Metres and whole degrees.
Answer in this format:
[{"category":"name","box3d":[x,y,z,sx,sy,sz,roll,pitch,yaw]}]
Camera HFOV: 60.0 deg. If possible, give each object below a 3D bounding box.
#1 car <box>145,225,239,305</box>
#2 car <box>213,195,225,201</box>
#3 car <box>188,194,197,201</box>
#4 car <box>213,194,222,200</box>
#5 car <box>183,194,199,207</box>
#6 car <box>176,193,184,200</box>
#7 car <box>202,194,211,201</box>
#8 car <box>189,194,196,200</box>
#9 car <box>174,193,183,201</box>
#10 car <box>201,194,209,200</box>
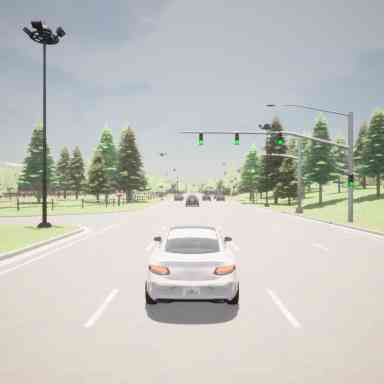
[{"category":"car","box3d":[0.016,1.526,7.975,1.812,1.442,4.674,0,0,0]},{"category":"car","box3d":[7.099,1.517,82.483,2.128,1.511,4.902,0,0,0]},{"category":"car","box3d":[0.100,1.348,82.878,2.097,1.767,4.553,0,0,0]},{"category":"car","box3d":[7.112,1.385,92.903,1.994,1.385,4.181,0,0,0]},{"category":"car","box3d":[0.062,1.352,51.848,2.097,1.767,4.553,0,0,0]},{"category":"car","box3d":[-3.388,1.188,92.885,2.097,1.767,4.553,0,0,0]},{"category":"car","box3d":[3.600,1.348,82.874,2.097,1.767,4.553,0,0,0]},{"category":"car","box3d":[0.112,1.332,92.911,1.837,1.490,4.892,0,0,0]},{"category":"car","box3d":[-3.400,1.544,82.879,1.994,1.385,4.181,0,0,0]},{"category":"car","box3d":[3.612,1.372,92.907,2.033,1.411,5.357,0,0,0]}]
